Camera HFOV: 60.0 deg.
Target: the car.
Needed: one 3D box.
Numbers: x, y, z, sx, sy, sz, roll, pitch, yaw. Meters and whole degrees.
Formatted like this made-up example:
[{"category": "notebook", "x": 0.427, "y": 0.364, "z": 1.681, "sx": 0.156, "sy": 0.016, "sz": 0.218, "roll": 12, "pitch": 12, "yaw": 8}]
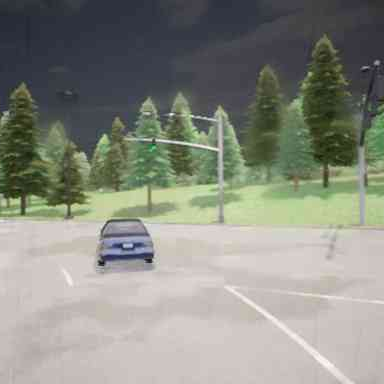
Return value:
[{"category": "car", "x": -2.543, "y": 1.701, "z": 12.505, "sx": 2.033, "sy": 1.411, "sz": 5.357, "roll": -1, "pitch": -1, "yaw": -14}]
